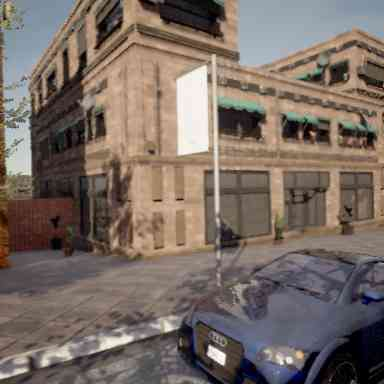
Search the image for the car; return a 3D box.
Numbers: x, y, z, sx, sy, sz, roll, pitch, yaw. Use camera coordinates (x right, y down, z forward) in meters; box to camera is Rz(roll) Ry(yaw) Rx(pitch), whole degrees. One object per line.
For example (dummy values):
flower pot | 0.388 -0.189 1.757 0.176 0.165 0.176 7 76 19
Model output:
car | 1.883 1.562 4.721 4.181 1.385 1.994 0 0 -35
